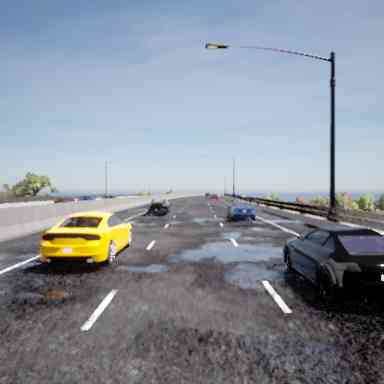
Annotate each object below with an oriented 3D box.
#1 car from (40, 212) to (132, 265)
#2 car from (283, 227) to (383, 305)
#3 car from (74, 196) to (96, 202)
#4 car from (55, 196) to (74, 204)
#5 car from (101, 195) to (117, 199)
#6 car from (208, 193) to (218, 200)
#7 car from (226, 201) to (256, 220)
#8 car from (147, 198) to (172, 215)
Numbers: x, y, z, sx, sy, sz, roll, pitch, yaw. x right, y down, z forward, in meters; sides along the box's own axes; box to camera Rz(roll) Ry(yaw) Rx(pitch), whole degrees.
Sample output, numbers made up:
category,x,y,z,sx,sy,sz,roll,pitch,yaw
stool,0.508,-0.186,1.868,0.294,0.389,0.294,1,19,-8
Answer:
category,x,y,z,sx,sy,sz,roll,pitch,yaw
car,-3.340,1.417,11.439,1.882,1.535,5.008,0,0,0
car,3.635,1.524,8.065,1.994,1.385,4.181,0,0,0
car,-16.666,1.300,53.032,1.812,1.442,4.674,0,0,2
car,-20.166,1.336,53.068,1.994,1.385,4.181,0,0,2
car,-13.165,1.279,53.080,1.837,1.490,4.892,0,0,2
car,5.853,1.278,87.585,1.994,1.385,4.181,0,0,3
car,3.845,1.421,26.598,2.033,1.411,5.357,0,0,1
car,-3.059,1.341,31.710,2.128,1.511,4.902,0,0,1
